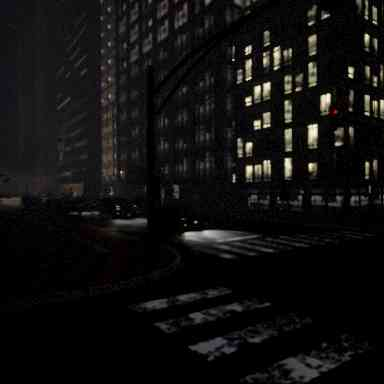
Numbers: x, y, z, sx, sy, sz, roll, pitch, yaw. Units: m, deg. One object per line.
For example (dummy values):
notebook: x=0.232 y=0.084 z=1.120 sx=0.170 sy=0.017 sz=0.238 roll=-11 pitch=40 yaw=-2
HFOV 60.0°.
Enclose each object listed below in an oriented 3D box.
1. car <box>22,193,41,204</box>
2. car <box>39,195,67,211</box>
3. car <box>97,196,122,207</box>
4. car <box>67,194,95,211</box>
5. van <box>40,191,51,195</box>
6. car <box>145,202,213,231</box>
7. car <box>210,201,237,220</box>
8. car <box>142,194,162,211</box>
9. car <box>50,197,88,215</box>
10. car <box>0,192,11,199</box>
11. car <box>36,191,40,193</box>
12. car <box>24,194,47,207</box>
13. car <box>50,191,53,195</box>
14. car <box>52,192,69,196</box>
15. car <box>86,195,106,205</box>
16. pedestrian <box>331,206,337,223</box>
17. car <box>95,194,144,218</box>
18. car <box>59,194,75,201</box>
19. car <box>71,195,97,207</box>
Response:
car: x=-24.886 y=1.212 z=50.912 sx=1.887 sy=1.381 sz=4.507 roll=0 pitch=0 yaw=-35
car: x=-15.253 y=1.365 z=36.993 sx=2.008 sy=1.369 sz=4.403 roll=0 pitch=0 yaw=-35
car: x=-11.595 y=1.236 z=46.434 sx=1.887 sy=1.381 sz=4.507 roll=0 pitch=1 yaw=-35
car: x=-12.180 y=1.332 z=37.095 sx=1.812 sy=1.442 sz=4.674 roll=-1 pitch=1 yaw=-34
van: x=-34.067 y=0.684 z=78.903 sx=1.690 sy=1.788 sz=3.998 roll=0 pitch=1 yaw=-35
car: x=-0.908 y=1.538 z=20.804 sx=1.994 sy=1.385 sz=4.181 roll=-1 pitch=1 yaw=-35
car: x=1.594 y=1.416 z=27.311 sx=1.752 sy=1.417 sz=4.829 roll=0 pitch=1 yaw=-35
car: x=-5.174 y=1.104 z=37.155 sx=2.192 sy=1.841 sz=5.009 roll=0 pitch=1 yaw=-35
car: x=-12.041 y=1.429 z=32.354 sx=1.947 sy=1.339 sz=4.313 roll=0 pitch=0 yaw=-35
car: x=-44.153 y=0.806 z=78.751 sx=1.967 sy=1.590 sz=4.097 roll=0 pitch=0 yaw=-35
car: x=-37.279 y=0.842 z=83.543 sx=2.008 sy=1.369 sz=4.403 roll=0 pitch=1 yaw=-35
car: x=-21.675 y=1.298 z=46.273 sx=1.802 sy=1.307 sz=4.206 roll=0 pitch=0 yaw=-35
car: x=-27.647 y=0.883 z=69.627 sx=1.967 sy=1.590 sz=4.097 roll=0 pitch=1 yaw=-35
car: x=-21.494 y=1.142 z=56.174 sx=2.033 sy=1.411 sz=5.357 roll=-1 pitch=1 yaw=-35
car: x=-14.806 y=1.224 z=51.073 sx=1.802 sy=1.307 sz=4.206 roll=0 pitch=1 yaw=-35
pedestrian: x=9.203 y=1.461 z=21.544 sx=0.500 sy=1.100 sz=0.500 roll=0 pitch=0 yaw=-35
car: x=-6.349 y=1.245 z=28.665 sx=2.097 sy=1.767 sz=4.553 roll=-1 pitch=1 yaw=-35
car: x=-24.437 y=1.038 z=64.989 sx=1.887 sy=1.381 sz=4.507 roll=0 pitch=1 yaw=-35
car: x=-15.437 y=1.236 z=47.418 sx=2.033 sy=1.411 sz=5.357 roll=-1 pitch=1 yaw=-35
